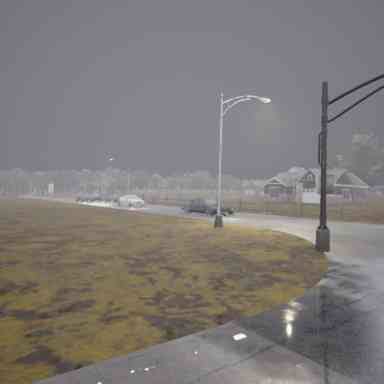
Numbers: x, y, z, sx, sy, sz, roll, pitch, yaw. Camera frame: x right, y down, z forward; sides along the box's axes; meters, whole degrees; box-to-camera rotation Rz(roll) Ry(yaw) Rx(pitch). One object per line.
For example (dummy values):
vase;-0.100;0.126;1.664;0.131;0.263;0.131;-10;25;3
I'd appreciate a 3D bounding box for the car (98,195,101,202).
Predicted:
car;-18.166;1.007;61.169;2.033;1.411;5.357;2;-1;-35

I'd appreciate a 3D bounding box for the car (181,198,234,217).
car;1.157;1.249;27.818;2.033;1.411;5.357;2;0;-36

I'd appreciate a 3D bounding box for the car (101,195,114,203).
car;-12.365;1.087;53.019;1.994;1.385;4.181;2;-1;-35

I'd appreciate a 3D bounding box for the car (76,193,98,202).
car;-17.439;0.920;54.107;1.837;1.490;4.892;2;-1;-35

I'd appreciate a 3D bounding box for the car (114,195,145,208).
car;-7.248;1.069;39.630;1.812;1.442;4.674;2;-1;-35
